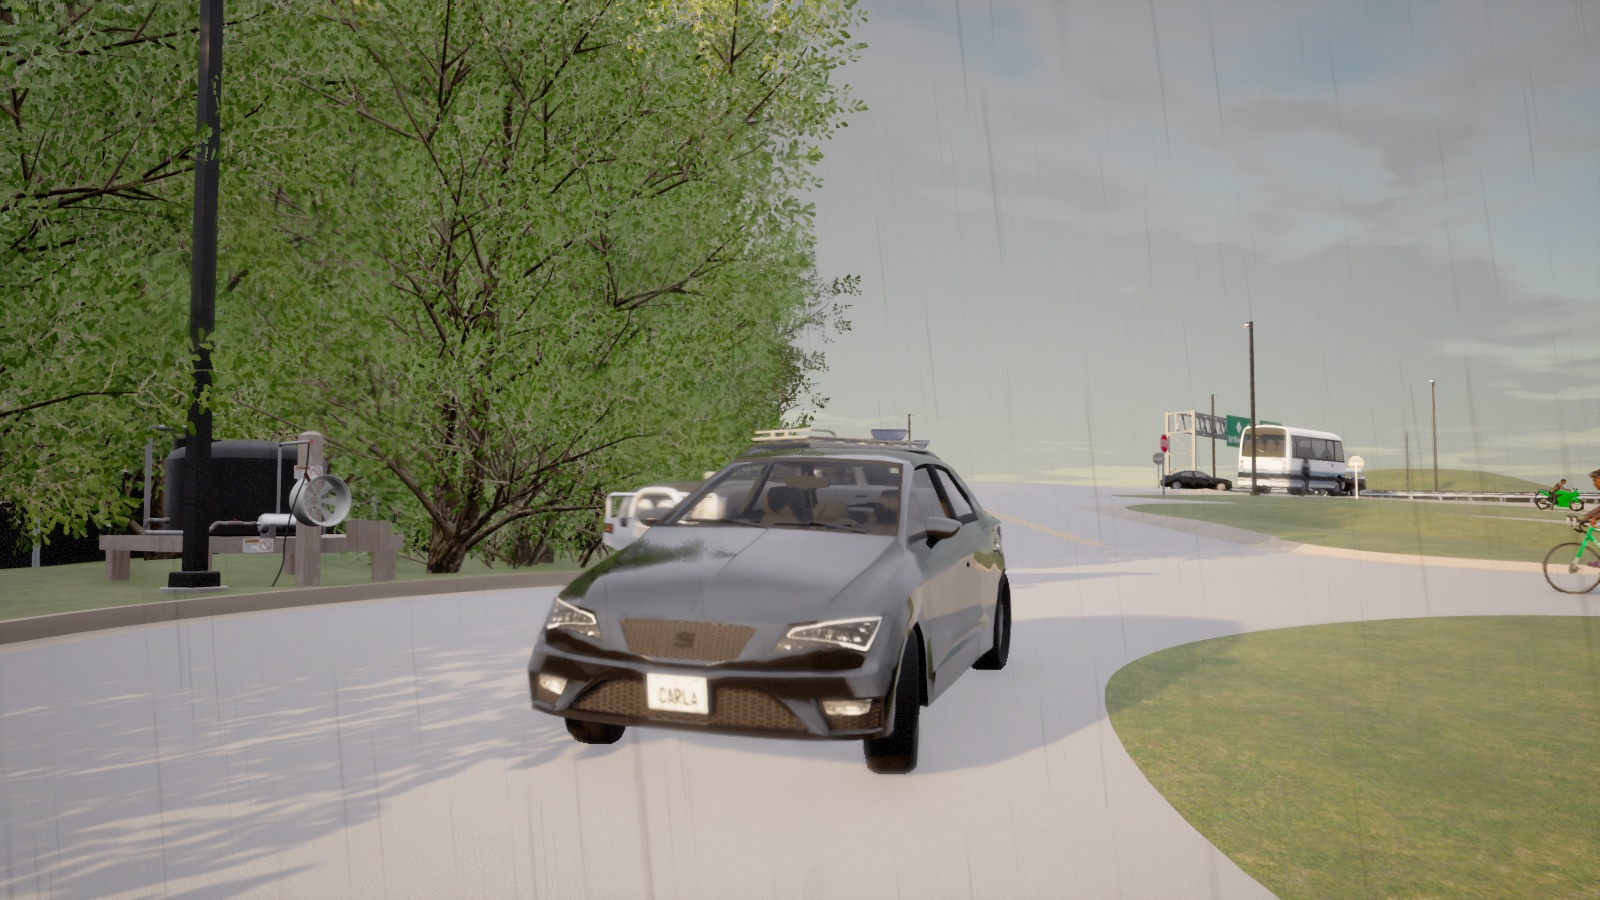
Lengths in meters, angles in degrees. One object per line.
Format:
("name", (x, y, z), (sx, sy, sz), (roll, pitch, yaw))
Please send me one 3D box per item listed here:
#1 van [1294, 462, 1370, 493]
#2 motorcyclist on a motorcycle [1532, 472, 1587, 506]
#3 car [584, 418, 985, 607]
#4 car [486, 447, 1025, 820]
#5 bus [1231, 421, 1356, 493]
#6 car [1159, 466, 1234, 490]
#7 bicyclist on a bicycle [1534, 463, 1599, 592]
("van", (37.676, 1.973, 88.990), (4.480, 2.038, 2.069), (2, -2, -6))
("motorcyclist on a motorcycle", (35.644, 1.814, 58.959), (2.044, 1.523, 0.797), (1, -1, 43))
("car", (-0.032, 0.715, 14.631), (4.605, 1.855, 1.932), (3, -3, -45))
("car", (0.111, 0.730, 7.309), (1.816, 1.474, 4.193), (1, 0, 18))
("bus", (31.932, 0.540, 80.956), (3.944, 4.253, 10.273), (2, -1, 43))
("car", (28.723, 2.006, 91.073), (5.008, 1.535, 1.882), (1, -3, 11))
("bicyclist on a bicycle", (10.341, 0.979, 15.955), (1.656, 1.620, 0.582), (-1, -2, 22))
